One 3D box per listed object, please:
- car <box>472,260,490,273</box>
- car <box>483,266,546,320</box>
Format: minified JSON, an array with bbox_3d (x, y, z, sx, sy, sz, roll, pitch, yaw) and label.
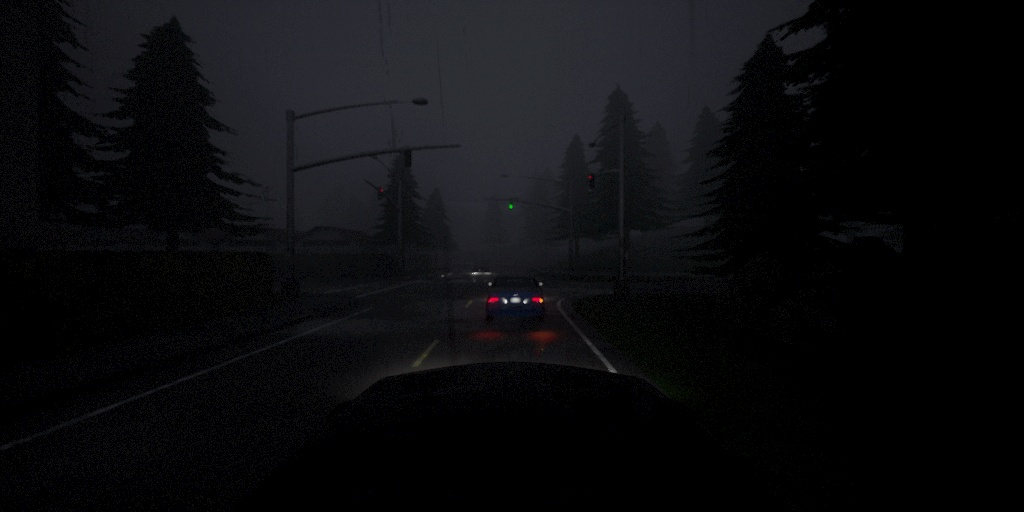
[{"bbox_3d":[-3.546,1.163,42.097,2.033,1.411,5.357,0,0,0],"label":"car"},{"bbox_3d":[0.117,1.262,12.420,2.033,1.411,5.357,0,0,0],"label":"car"}]
